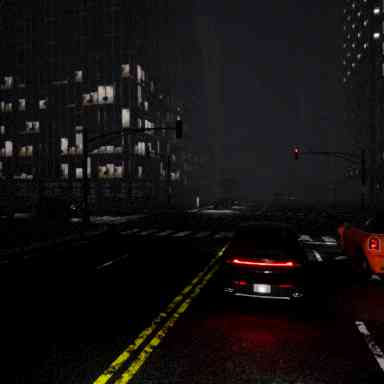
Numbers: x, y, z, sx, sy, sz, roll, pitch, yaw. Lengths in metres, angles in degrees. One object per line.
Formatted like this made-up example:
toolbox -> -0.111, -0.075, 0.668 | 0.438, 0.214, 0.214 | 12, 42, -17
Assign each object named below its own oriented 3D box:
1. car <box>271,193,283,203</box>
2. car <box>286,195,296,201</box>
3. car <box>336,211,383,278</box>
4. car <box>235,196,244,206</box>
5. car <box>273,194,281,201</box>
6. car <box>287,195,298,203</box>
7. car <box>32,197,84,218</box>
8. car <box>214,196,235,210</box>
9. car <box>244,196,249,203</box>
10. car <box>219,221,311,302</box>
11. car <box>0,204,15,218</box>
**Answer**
car -> 17.927, 1.157, 70.260 | 2.150, 2.045, 5.566 | 0, 0, 15
car -> 23.680, 1.464, 79.498 | 2.033, 1.411, 5.357 | 0, 0, 15
car -> 5.753, 1.347, 9.974 | 2.097, 1.767, 4.553 | 0, 0, 15
car -> 6.654, 1.469, 53.063 | 1.837, 1.490, 4.892 | 0, 0, 15
car -> 20.534, 1.235, 80.316 | 1.882, 1.535, 5.008 | 0, 0, 15
car -> 21.093, 1.463, 69.503 | 2.128, 1.511, 4.902 | 0, 0, 15
car -> -11.295, 1.220, 28.512 | 4.553, 1.767, 2.097 | 1, 1, 18
car -> 4.017, 1.501, 42.894 | 1.812, 1.442, 4.674 | 0, 0, 14
car -> 10.494, 1.473, 67.550 | 1.812, 1.442, 4.674 | 0, 0, 15
car -> 1.878, 1.501, 8.380 | 1.837, 1.490, 4.892 | 0, 0, 15
car -> -16.696, 1.434, 27.286 | 4.313, 1.339, 1.947 | 1, 1, 16
